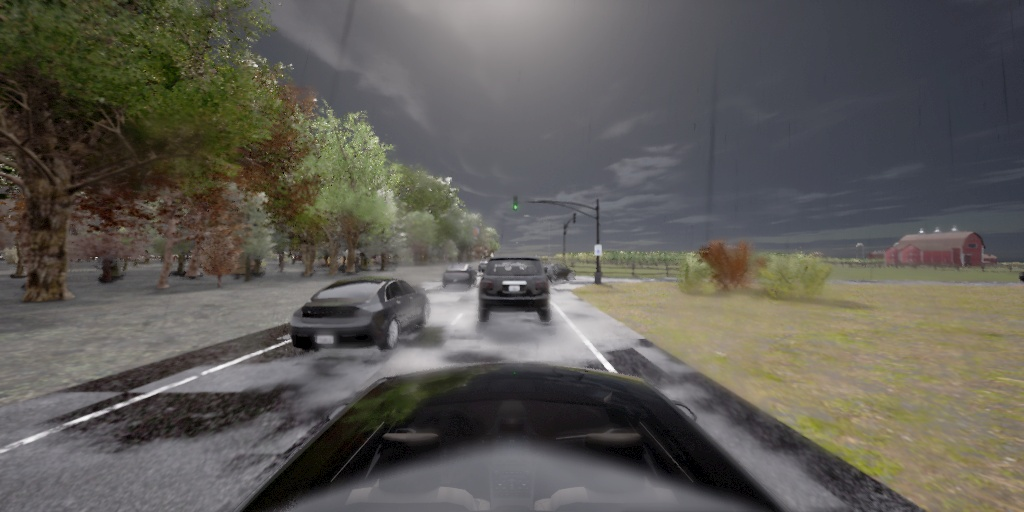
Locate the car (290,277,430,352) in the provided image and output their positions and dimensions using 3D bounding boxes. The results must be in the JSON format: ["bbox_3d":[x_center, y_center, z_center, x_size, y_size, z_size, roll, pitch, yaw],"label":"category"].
[{"bbox_3d":[-3.400,1.267,8.949,1.837,1.490,4.892,0,0,0],"label":"car"}]

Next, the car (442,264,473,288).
[{"bbox_3d":[-3.399,1.277,24.019,2.128,1.511,4.902,0,0,0],"label":"car"}]

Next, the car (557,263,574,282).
[{"bbox_3d":[3.033,1.281,27.101,2.128,1.511,4.902,-1,0,33],"label":"car"}]

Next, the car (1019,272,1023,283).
[{"bbox_3d":[48.517,1.822,31.992,4.892,1.490,1.837,1,-1,0],"label":"car"}]

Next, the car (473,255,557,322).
[{"bbox_3d":[0.096,0.988,12.555,2.150,2.045,5.566,0,0,1],"label":"car"}]

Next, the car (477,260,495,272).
[{"bbox_3d":[-3.400,1.307,47.917,2.128,1.511,4.902,0,0,0],"label":"car"}]
